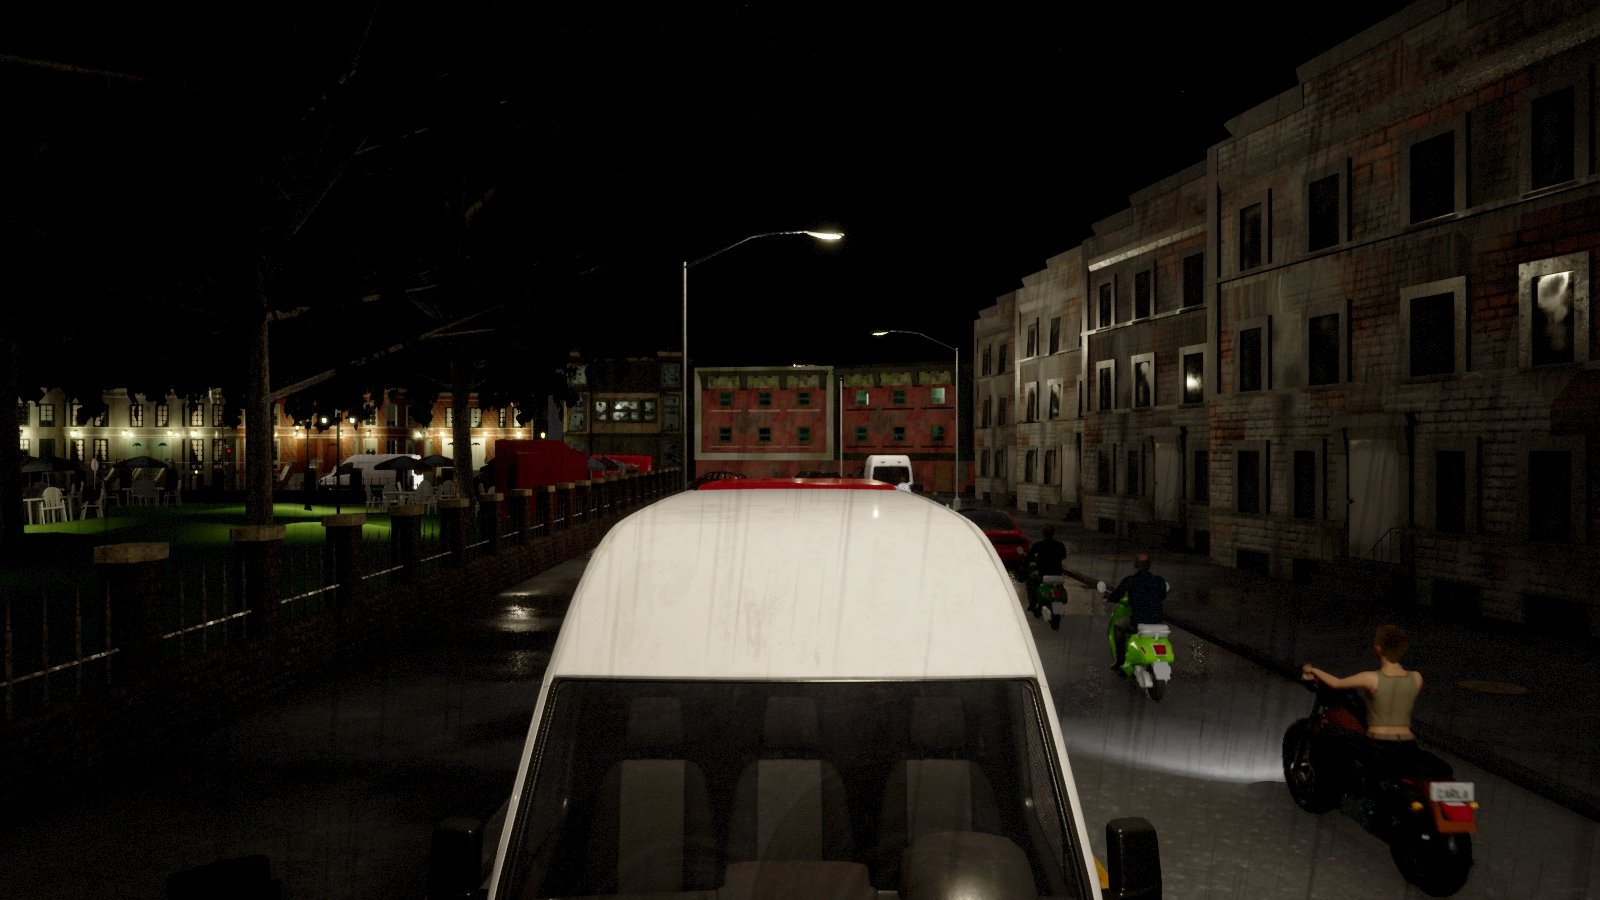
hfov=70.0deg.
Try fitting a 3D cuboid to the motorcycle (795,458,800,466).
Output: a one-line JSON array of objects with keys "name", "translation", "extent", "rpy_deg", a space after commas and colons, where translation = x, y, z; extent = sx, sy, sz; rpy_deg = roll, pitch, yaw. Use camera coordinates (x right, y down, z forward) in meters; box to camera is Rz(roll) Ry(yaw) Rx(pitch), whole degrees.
[{"name": "motorcycle", "translation": [-0.384, 1.962, 183.190], "extent": [0.856, 1.236, 1.805], "rpy_deg": [0, 0, 0]}]

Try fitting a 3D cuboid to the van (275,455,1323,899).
[{"name": "van", "translation": [-0.006, 1.314, 5.127], "extent": [1.988, 2.561, 5.915], "rpy_deg": [0, 0, 0]}]

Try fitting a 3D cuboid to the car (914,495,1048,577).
[{"name": "car", "translation": [3.925, 1.841, 25.655], "extent": [2.231, 1.480, 4.892], "rpy_deg": [0, 0, 0]}]
